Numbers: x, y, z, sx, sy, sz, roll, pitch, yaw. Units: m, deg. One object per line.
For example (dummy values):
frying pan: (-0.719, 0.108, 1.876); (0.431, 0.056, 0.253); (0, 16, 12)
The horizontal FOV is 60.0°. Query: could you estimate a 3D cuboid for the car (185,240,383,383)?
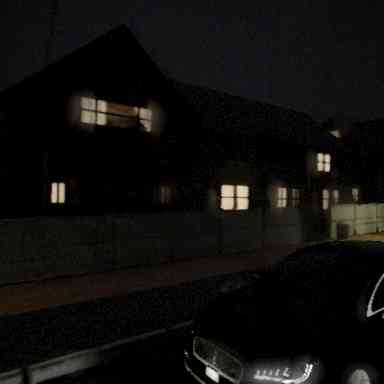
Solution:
car: (2.173, 1.506, 4.620); (4.892, 1.490, 1.837); (0, 0, -35)
